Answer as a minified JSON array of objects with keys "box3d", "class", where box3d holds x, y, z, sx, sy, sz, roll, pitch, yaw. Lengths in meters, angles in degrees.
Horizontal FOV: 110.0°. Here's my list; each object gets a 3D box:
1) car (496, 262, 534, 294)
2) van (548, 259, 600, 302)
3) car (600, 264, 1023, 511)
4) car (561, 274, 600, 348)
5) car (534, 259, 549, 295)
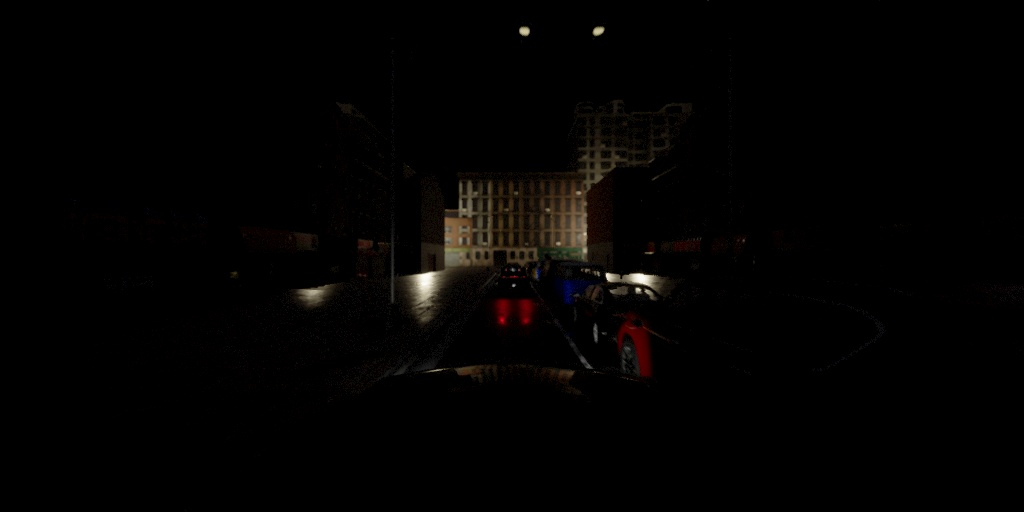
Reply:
[{"box3d":[0.089,1.284,20.452,2.128,1.511,4.902,0,0,0],"class":"car"},{"box3d":[2.631,1.120,14.553,1.690,1.789,3.998,0,0,0],"class":"van"},{"box3d":[2.636,1.069,3.602,2.192,1.841,5.009,0,0,0],"class":"car"},{"box3d":[2.634,1.317,9.078,2.007,1.370,4.403,0,0,0],"class":"car"},{"box3d":[2.629,1.106,20.028,2.192,1.841,5.009,0,0,0],"class":"car"}]
